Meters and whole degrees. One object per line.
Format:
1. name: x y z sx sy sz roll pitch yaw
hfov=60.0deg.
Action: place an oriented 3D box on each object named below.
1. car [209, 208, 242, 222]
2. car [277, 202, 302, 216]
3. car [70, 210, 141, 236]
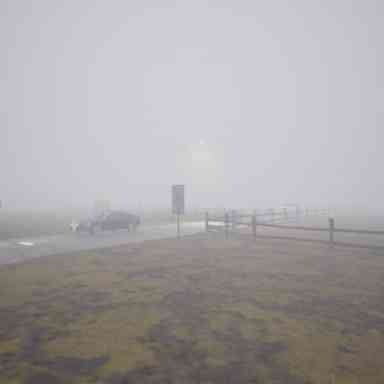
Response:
1. car: 3.397 2.336 33.815 1.994 1.385 4.181 -1 -2 35
2. car: 14.553 2.550 49.431 2.150 2.045 5.566 -1 -2 35
3. car: -5.438 1.899 21.328 2.128 1.511 4.902 -1 -2 35
